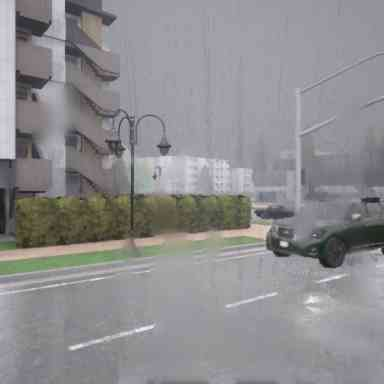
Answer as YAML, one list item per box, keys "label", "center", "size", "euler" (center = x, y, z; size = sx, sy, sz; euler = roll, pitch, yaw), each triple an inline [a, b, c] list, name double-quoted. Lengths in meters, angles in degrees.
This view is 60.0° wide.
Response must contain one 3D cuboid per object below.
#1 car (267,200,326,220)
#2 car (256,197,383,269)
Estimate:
- label: "car"
  center: [8.945, 1.526, 28.804]
  size: [1.812, 1.442, 4.674]
  euler: [0, 0, -38]
- label: "car"
  center: [5.135, 1.221, 11.529]
  size: [5.566, 2.045, 2.150]
  euler: [0, 0, -32]
